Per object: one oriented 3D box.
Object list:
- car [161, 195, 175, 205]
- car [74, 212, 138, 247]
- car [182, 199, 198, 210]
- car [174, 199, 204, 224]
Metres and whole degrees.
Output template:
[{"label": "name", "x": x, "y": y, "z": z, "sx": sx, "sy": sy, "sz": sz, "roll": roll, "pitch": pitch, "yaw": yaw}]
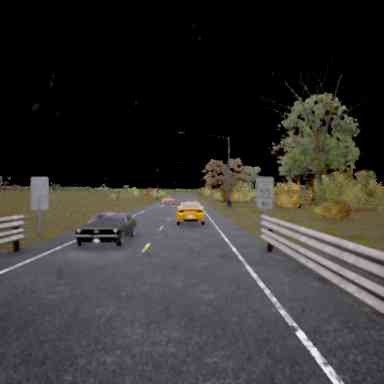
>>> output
[{"label": "car", "x": -4.038, "y": 1.331, "z": 57.086, "sx": 2.097, "sy": 1.767, "sz": 4.553, "roll": 0, "pitch": 0, "yaw": 0}, {"label": "car", "x": -3.722, "y": 1.597, "z": 15.119, "sx": 1.895, "sy": 1.301, "sz": 4.718, "roll": 0, "pitch": 0, "yaw": 0}, {"label": "car", "x": -0.258, "y": 1.583, "z": 42.788, "sx": 1.895, "sy": 1.301, "sz": 4.718, "roll": 0, "pitch": 0, "yaw": 0}, {"label": "car", "x": -0.102, "y": 1.468, "z": 24.557, "sx": 1.882, "sy": 1.535, "sz": 5.008, "roll": 0, "pitch": 0, "yaw": 0}]
